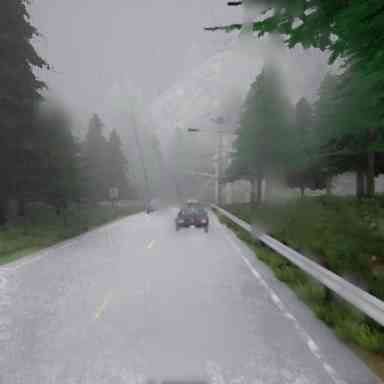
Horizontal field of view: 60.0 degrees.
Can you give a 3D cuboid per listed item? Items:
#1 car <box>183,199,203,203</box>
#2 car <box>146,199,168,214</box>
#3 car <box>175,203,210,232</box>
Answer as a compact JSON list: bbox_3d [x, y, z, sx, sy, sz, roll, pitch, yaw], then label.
[{"bbox_3d":[0.076,1.456,34.744,1.837,1.490,4.892,0,0,1],"label":"car"},{"bbox_3d":[-3.499,1.461,34.149,1.837,1.490,4.892,0,0,0],"label":"car"},{"bbox_3d":[0.029,1.574,19.993,1.895,1.301,4.718,0,0,0],"label":"car"}]
